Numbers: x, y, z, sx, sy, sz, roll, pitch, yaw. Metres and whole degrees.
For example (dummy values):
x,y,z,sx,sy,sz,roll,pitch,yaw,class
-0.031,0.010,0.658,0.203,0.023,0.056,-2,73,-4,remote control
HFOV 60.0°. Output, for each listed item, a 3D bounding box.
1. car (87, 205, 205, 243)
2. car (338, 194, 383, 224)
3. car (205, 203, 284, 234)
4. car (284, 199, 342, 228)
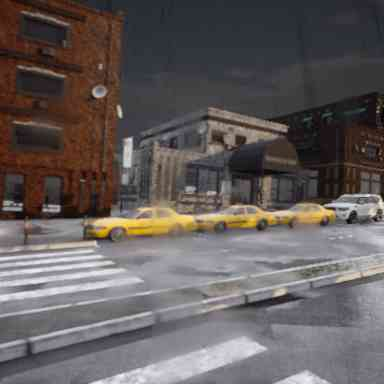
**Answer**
x,y,z,sx,sy,sz,roll,pitch,yaw,class
-2.285,1.404,15.886,5.366,1.575,1.946,0,0,-32,car
12.053,1.198,24.752,5.566,2.045,2.435,0,0,-32,car
2.415,1.416,18.786,5.366,1.575,1.946,0,0,-32,car
7.112,1.431,21.696,5.366,1.575,1.946,0,0,-32,car
